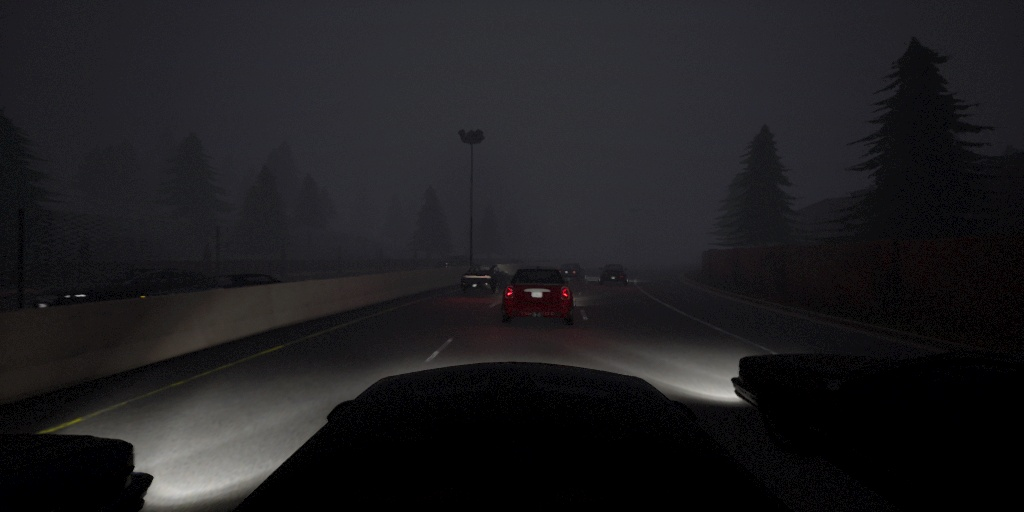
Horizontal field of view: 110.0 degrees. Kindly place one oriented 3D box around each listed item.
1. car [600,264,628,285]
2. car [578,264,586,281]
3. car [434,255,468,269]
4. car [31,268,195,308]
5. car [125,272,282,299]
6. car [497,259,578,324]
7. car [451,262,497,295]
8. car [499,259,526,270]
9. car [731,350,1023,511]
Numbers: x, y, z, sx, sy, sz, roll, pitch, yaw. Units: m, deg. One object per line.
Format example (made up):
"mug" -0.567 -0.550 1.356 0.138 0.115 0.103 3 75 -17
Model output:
"car" 7.543 1.307 26.580 1.812 1.442 4.674 0 0 17
"car" 5.094 1.317 30.512 2.033 1.411 5.357 0 0 19
"car" -7.695 0.935 45.953 2.150 2.045 5.566 0 0 25
"car" -13.277 1.181 12.790 2.128 1.511 4.902 0 0 7
"car" -9.821 1.306 12.525 1.895 1.301 4.718 0 0 7
"car" 0.931 1.105 12.176 2.097 1.767 4.553 0 0 6
"car" -1.344 1.234 19.827 2.128 1.511 4.902 0 0 11
"car" 0.131 1.252 53.535 1.837 1.490 4.892 0 0 30
"car" 3.643 1.314 2.028 2.033 1.411 5.357 0 0 1
